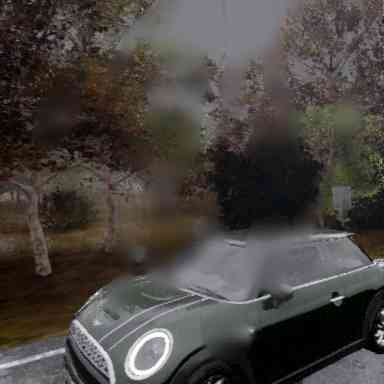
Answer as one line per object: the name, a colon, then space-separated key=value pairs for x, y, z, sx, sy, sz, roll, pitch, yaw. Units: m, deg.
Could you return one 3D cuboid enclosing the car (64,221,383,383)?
car: x=0.737 y=1.346 z=4.506 sx=4.553 sy=1.767 sz=2.097 roll=0 pitch=0 yaw=-35
